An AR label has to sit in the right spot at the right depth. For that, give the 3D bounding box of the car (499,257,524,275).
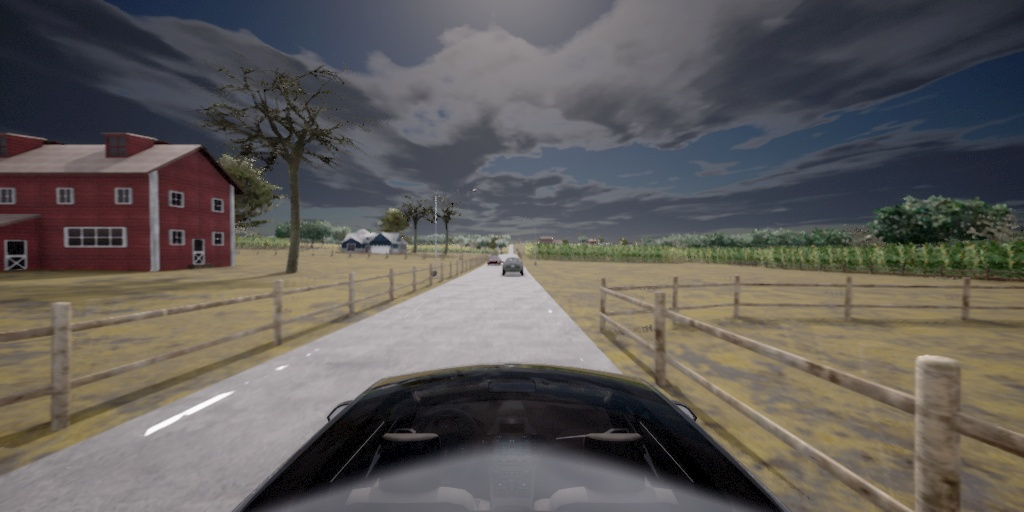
[{"bbox_3d":[0.085,0.946,36.627,2.097,1.767,4.553,0,1,0],"label":"car"}]

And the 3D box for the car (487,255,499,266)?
[{"bbox_3d":[-2.820,0.636,57.409,2.097,1.767,4.553,0,1,0],"label":"car"}]
